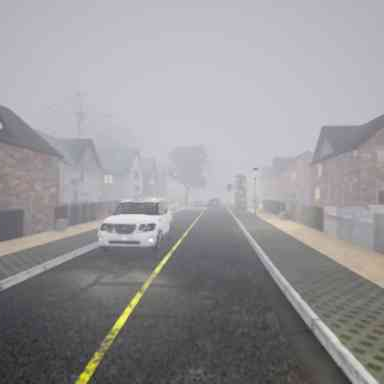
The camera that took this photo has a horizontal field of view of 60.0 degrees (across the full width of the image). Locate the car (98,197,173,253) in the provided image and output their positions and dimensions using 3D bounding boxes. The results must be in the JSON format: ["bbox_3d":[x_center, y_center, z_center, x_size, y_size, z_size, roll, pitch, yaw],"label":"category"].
[{"bbox_3d":[-2.144,1.261,14.242,2.150,2.045,5.566,0,0,4],"label":"car"}]

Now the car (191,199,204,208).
[{"bbox_3d":[1.002,1.842,55.025,1.994,1.385,4.181,0,0,5],"label":"car"}]

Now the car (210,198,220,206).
[{"bbox_3d":[4.543,1.870,64.542,1.837,1.490,4.892,0,-1,4],"label":"car"}]

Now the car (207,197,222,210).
[{"bbox_3d":[3.207,1.574,47.034,2.097,1.767,4.553,0,-1,5],"label":"car"}]
